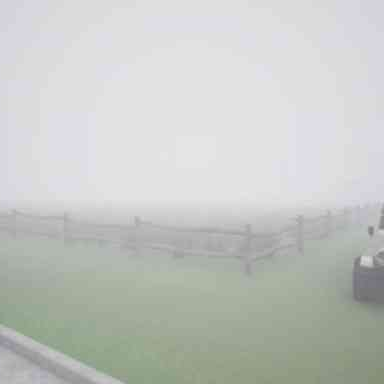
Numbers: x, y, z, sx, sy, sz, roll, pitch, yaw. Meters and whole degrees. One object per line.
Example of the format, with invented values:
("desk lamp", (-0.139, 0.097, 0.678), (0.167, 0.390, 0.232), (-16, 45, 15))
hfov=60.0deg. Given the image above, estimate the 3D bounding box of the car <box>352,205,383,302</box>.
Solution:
("car", (4.755, 1.213, 7.136), (1.905, 1.878, 3.866), (0, 0, 35))
